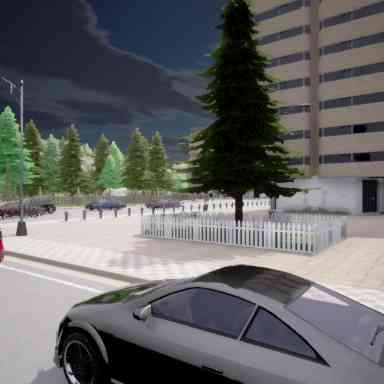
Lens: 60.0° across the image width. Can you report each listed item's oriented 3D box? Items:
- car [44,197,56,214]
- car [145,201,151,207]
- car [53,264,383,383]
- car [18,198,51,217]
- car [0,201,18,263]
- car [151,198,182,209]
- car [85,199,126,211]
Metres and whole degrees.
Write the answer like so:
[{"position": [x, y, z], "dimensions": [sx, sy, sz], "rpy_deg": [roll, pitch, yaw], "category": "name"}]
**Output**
[{"position": [-16.226, 1.352, 33.574], "dimensions": [2.097, 1.767, 4.553], "rpy_deg": [0, 0, 35], "category": "car"}, {"position": [-4.964, 1.564, 49.384], "dimensions": [1.994, 1.385, 4.181], "rpy_deg": [0, 0, 36], "category": "car"}, {"position": [0.339, 1.564, 3.749], "dimensions": [4.181, 1.385, 1.994], "rpy_deg": [0, 0, 35], "category": "car"}, {"position": [-15.104, 1.525, 28.810], "dimensions": [1.812, 1.442, 4.674], "rpy_deg": [0, 0, 35], "category": "car"}, {"position": [-7.352, 1.221, 9.179], "dimensions": [5.566, 2.045, 2.150], "rpy_deg": [0, 0, 36], "category": "car"}, {"position": [-3.150, 1.564, 45.576], "dimensions": [1.994, 1.385, 4.181], "rpy_deg": [0, 0, 35], "category": "car"}, {"position": [-10.652, 1.547, 41.412], "dimensions": [2.033, 1.411, 5.357], "rpy_deg": [0, 0, 35], "category": "car"}]
